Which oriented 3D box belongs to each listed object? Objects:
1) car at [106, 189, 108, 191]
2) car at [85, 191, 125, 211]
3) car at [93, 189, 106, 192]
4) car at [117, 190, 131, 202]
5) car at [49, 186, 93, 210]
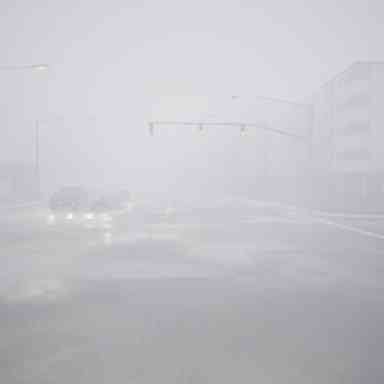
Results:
[{"bbox_3d":[-15.843,0.092,58.565,2.033,1.411,5.357,-1,2,-35],"label":"car"},{"bbox_3d":[-7.564,0.900,29.361,1.895,1.301,4.718,0,1,-1],"label":"car"},{"bbox_3d":[-14.289,0.353,48.370,2.033,1.411,5.357,0,2,-23],"label":"car"},{"bbox_3d":[-8.752,0.461,41.733,1.882,1.535,5.008,0,1,-12],"label":"car"},{"bbox_3d":[-11.121,0.486,30.507,2.150,2.045,5.566,0,1,-3],"label":"car"}]
